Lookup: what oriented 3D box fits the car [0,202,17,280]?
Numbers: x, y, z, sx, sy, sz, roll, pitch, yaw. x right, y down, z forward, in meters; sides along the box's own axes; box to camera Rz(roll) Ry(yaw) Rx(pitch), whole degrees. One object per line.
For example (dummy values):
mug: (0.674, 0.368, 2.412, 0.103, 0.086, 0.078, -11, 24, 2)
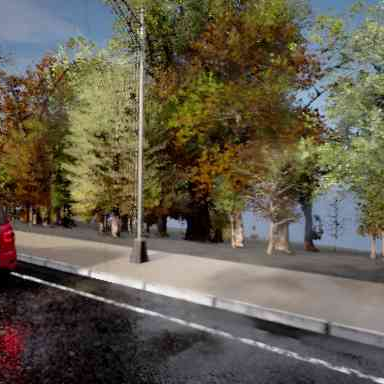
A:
car: (-6.596, 1.141, 8.287, 5.566, 2.045, 2.150, 1, 0, 35)
